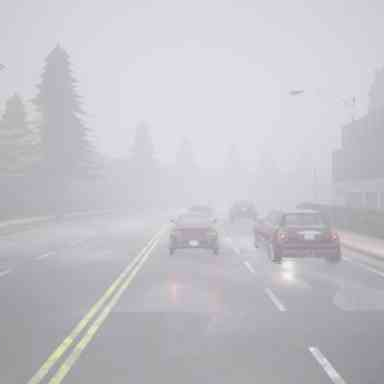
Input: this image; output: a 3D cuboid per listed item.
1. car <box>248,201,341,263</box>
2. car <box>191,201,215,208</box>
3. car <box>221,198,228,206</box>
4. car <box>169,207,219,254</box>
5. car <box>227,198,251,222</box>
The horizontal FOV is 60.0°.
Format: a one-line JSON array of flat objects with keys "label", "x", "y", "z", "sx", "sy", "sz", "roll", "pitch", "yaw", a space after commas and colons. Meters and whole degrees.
[{"label": "car", "x": 3.567, "y": 1.382, "z": 12.179, "sx": 2.097, "sy": 1.767, "sz": 4.553, "roll": 0, "pitch": 0, "yaw": 0}, {"label": "car", "x": 0.934, "y": 1.549, "z": 29.053, "sx": 1.882, "sy": 1.535, "sz": 5.008, "roll": 0, "pitch": 0, "yaw": 9}, {"label": "car", "x": 7.212, "y": 1.674, "z": 51.518, "sx": 2.033, "sy": 1.411, "sz": 5.357, "roll": 0, "pitch": 0, "yaw": 39}, {"label": "car", "x": 0.073, "y": 1.559, "z": 13.536, "sx": 1.812, "sy": 1.442, "sz": 4.674, "roll": 0, "pitch": 0, "yaw": 0}, {"label": "car", "x": 4.189, "y": 1.418, "z": 27.225, "sx": 2.097, "sy": 1.767, "sz": 4.553, "roll": 0, "pitch": 0, "yaw": 7}]
